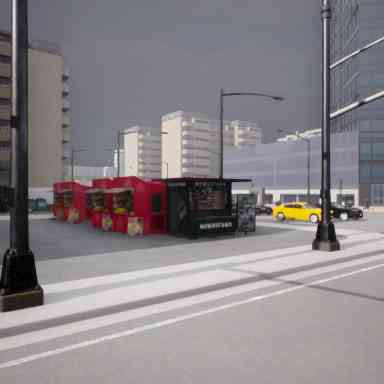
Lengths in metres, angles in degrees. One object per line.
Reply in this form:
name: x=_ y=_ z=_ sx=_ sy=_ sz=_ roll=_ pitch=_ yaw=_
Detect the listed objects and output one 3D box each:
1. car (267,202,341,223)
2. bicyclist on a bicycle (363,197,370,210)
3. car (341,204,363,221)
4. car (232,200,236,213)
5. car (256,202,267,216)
car: x=8.898 y=1.589 z=26.818 sx=1.882 sy=1.535 sz=5.008 roll=0 pitch=-1 yaw=-38
bicyclist on a bicycle: x=22.251 y=1.466 z=42.463 sx=1.656 sy=1.620 sz=0.582 roll=0 pitch=0 yaw=-36
car: x=12.001 y=1.587 z=28.535 sx=1.882 sy=1.535 sz=5.008 roll=0 pitch=-1 yaw=-36
car: x=3.073 y=1.455 z=34.884 sx=2.150 sy=2.045 sz=5.566 roll=0 pitch=-1 yaw=-36
car: x=6.716 y=1.778 z=35.814 sx=1.994 sy=1.385 sz=4.181 roll=0 pitch=-1 yaw=-36
